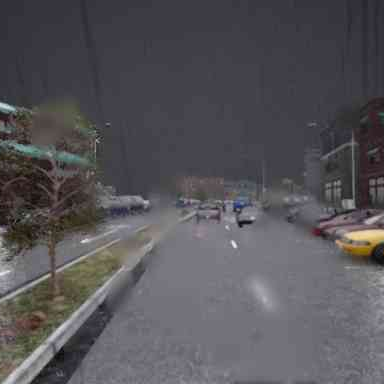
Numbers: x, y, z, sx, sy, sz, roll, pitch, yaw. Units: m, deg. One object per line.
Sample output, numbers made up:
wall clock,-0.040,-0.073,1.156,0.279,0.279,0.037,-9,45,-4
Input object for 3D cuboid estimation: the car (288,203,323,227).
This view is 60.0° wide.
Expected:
car,8.490,1.593,19.583,4.792,1.488,2.163,0,0,4

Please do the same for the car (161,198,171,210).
car,-4.886,1.801,46.581,2.002,1.452,4.674,0,-1,10

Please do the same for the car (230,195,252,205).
car,6.241,1.408,41.299,2.150,2.045,5.566,0,-1,9

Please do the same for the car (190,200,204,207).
car,1.158,2.471,73.604,2.002,1.452,4.674,-1,-2,16

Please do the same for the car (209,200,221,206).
car,6.193,2.958,89.592,2.097,1.535,5.008,-1,-2,20

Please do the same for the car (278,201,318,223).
car,8.662,1.567,22.310,4.892,1.521,2.231,0,0,5

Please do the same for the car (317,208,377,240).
car,8.134,1.592,14.135,4.674,1.452,2.002,0,0,3

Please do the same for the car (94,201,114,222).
car,-7.782,1.635,24.565,2.163,1.488,4.792,0,0,6

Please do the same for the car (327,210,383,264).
car,7.822,1.539,11.417,5.366,1.575,1.946,0,0,3

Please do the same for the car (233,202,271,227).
car,4.146,1.660,23.676,1.994,1.385,4.181,0,0,5

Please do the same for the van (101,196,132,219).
van,-7.234,1.391,29.998,1.878,1.987,4.442,0,0,7

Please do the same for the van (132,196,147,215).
van,-6.578,1.417,35.498,1.878,1.987,4.442,0,-1,8

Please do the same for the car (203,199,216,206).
car,4.419,2.660,84.368,2.185,1.767,4.553,-1,-2,19

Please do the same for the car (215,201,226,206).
car,8.087,3.170,94.803,2.002,1.452,4.674,-1,-2,21

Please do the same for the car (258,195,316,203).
car,9.773,1.333,33.309,5.566,2.045,2.435,0,0,8

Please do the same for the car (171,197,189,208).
car,-2.828,1.714,57.437,2.435,2.045,5.566,0,-2,13

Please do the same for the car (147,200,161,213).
car,-5.763,1.731,41.108,2.002,1.452,4.674,0,-1,9

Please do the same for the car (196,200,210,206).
car,2.707,2.635,78.899,2.163,1.488,4.792,-1,-2,17

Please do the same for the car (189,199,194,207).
car,-1.592,1.976,62.905,2.185,1.767,4.553,0,-2,14

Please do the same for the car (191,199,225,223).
car,1.378,1.598,26.468,2.128,1.511,4.902,0,0,5

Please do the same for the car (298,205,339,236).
car,8.253,1.588,16.864,4.792,1.488,2.163,0,0,4

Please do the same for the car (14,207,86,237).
car,-8.212,1.591,19.089,2.097,1.535,5.008,0,0,4

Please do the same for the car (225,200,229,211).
car,3.369,1.712,42.247,1.837,1.490,4.892,0,0,9

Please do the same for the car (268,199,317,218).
car,9.150,1.597,27.877,4.792,1.488,2.163,0,0,6

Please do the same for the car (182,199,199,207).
car,-0.250,2.262,68.373,2.231,1.521,4.892,0,-2,15
